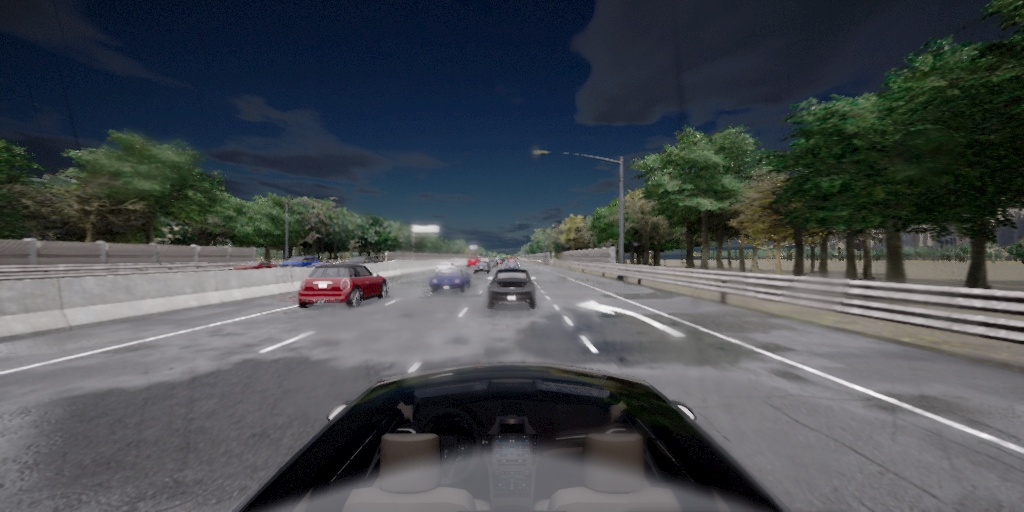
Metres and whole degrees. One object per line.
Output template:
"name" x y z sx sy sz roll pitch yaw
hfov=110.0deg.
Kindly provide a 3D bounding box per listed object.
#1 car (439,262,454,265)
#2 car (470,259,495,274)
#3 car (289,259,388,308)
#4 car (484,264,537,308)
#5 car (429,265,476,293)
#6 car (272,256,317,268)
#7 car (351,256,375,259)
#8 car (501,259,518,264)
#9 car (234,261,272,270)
"car" -7.006 1.357 38.375 1.812 1.442 4.674 0 0 0
"car" -3.509 1.390 43.445 2.033 1.411 5.357 0 0 0
"car" -6.999 1.130 15.390 2.097 1.767 4.553 0 0 0
"car" 0.001 1.283 15.397 1.837 1.490 4.892 0 0 0
"car" -3.503 1.391 21.378 1.895 1.301 4.718 0 0 0
"car" -24.577 1.064 41.574 2.150 2.045 5.566 0 0 0
"car" -17.581 1.062 41.580 2.150 2.045 5.566 0 0 0
"car" -0.009 1.394 45.120 2.033 1.411 5.357 0 0 0
"car" -28.080 1.316 39.414 1.882 1.535 5.008 0 0 0
